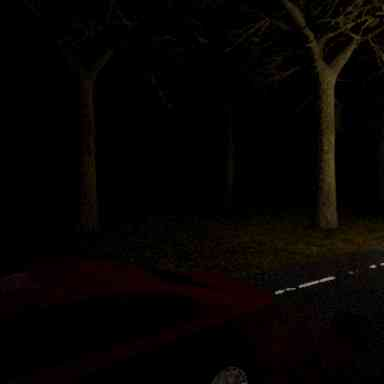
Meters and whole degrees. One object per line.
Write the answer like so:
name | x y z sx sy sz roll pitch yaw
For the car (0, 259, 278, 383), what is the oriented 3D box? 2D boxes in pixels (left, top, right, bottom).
car | -1.385 1.477 3.003 5.008 1.535 1.882 0 0 -35
